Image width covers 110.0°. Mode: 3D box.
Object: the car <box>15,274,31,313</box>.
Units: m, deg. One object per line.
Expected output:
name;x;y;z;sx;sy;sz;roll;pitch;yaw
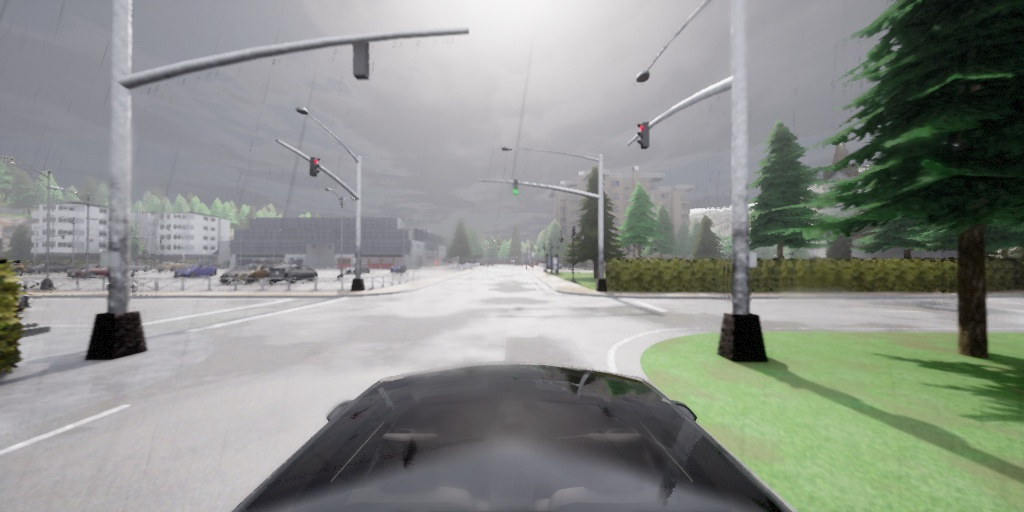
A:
car;-19.917;1.450;12.579;4.181;1.385;1.994;0;-1;1

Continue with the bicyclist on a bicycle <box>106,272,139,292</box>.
bicyclist on a bicycle;-21.785;1.281;20.097;0.582;1.620;1.656;0;0;1
